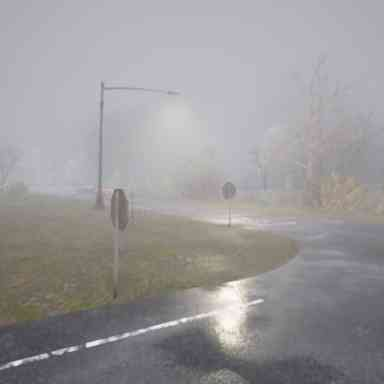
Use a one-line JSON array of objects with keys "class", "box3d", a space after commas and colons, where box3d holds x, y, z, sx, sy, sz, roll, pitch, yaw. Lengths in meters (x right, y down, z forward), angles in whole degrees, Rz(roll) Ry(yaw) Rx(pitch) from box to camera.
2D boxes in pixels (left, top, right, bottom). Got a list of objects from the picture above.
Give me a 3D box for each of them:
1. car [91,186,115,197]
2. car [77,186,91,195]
[{"class": "car", "box3d": [-13.264, -0.155, 51.137, 2.097, 1.767, 4.553, 1, 1, -36]}, {"class": "car", "box3d": [-18.866, -0.340, 58.966, 1.882, 1.535, 5.008, 1, 1, -36]}]
